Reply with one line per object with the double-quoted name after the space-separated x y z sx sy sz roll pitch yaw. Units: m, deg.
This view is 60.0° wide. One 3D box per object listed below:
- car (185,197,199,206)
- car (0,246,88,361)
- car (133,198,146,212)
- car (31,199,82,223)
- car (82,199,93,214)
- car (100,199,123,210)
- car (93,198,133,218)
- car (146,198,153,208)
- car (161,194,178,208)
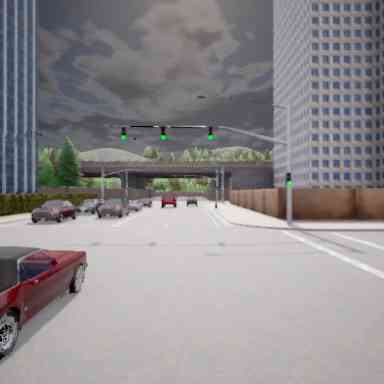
0.003 1.565 55.053 1.837 1.490 4.892 0 0 0 "car"
-3.399 1.607 5.855 1.895 1.301 4.718 0 0 0 "car"
-7.075 1.644 39.362 1.895 1.301 4.718 0 0 0 "car"
-10.597 1.380 25.899 2.097 1.767 4.553 0 0 0 "car"
-10.587 1.530 34.859 2.128 1.511 4.902 0 0 0 "car"
-10.546 1.649 44.082 1.895 1.301 4.718 0 0 1 "car"
-7.093 1.385 30.380 2.097 1.767 4.553 0 0 0 "car"
-6.996 1.618 49.409 1.994 1.385 4.181 0 0 0 "car"
-3.414 1.276 49.976 2.150 2.045 5.566 0 0 0 "car"
